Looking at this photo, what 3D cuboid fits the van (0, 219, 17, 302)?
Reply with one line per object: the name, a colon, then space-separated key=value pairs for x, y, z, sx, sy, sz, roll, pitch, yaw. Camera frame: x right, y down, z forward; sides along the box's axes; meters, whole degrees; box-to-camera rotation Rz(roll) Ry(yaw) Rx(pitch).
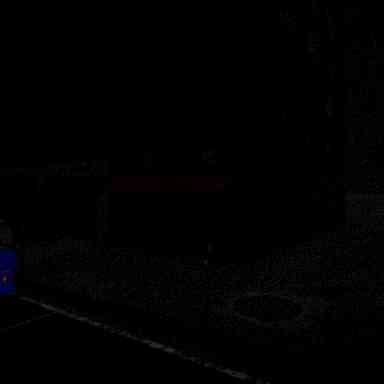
van: x=-5.292 y=1.339 z=6.864 sx=3.998 sy=1.788 sz=1.690 roll=0 pitch=0 yaw=36
